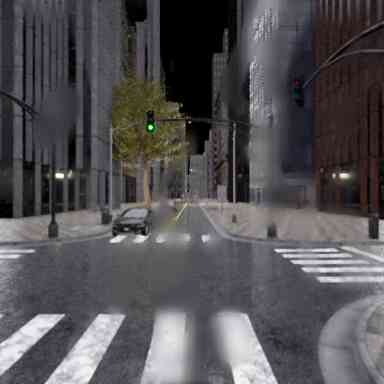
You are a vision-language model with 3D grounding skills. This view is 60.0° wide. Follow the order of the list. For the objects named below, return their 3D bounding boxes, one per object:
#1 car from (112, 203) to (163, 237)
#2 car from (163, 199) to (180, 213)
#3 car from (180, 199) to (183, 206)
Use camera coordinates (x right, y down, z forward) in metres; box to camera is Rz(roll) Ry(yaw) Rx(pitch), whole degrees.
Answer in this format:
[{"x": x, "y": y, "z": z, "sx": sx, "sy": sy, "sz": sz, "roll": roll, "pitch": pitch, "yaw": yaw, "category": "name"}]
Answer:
[{"x": -3.202, "y": 1.646, "z": 19.572, "sx": 1.882, "sy": 1.535, "sz": 5.008, "roll": 0, "pitch": 0, "yaw": 4, "category": "car"}, {"x": -2.947, "y": 1.852, "z": 43.772, "sx": 1.882, "sy": 1.535, "sz": 5.008, "roll": 0, "pitch": 0, "yaw": 0, "category": "car"}, {"x": -2.918, "y": 2.096, "z": 69.194, "sx": 1.812, "sy": 1.442, "sz": 4.674, "roll": 0, "pitch": 0, "yaw": 0, "category": "car"}]
